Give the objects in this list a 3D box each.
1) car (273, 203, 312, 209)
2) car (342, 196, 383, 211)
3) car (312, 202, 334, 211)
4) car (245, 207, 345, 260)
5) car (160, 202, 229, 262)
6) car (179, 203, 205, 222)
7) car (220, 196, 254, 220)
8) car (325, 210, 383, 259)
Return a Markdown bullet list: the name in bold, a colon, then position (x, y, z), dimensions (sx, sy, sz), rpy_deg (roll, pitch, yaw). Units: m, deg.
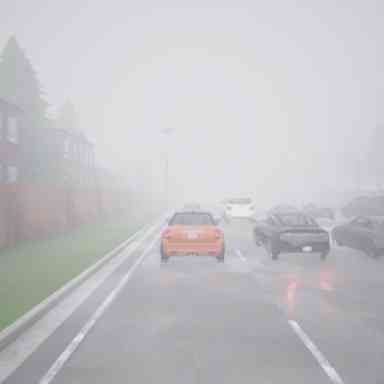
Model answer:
- **car**: position (7.012, 1.628, 25.405), dimensions (2.033, 1.411, 5.357), rpy_deg (0, 0, 1)
- **car**: position (14.022, 1.307, 26.447), dimensions (2.150, 2.045, 5.566), rpy_deg (0, 0, 0)
- **car**: position (10.534, 1.615, 28.283), dimensions (1.812, 1.442, 4.674), rpy_deg (0, 0, 0)
- **car**: position (3.538, 1.532, 12.579), dimensions (2.128, 1.511, 4.902), rpy_deg (0, 0, 0)
- **car**: position (0.038, 1.391, 12.495), dimensions (2.097, 1.767, 4.553), rpy_deg (0, 0, 0)
- **car**: position (0.032, 1.653, 27.881), dimensions (1.994, 1.385, 4.181), rpy_deg (0, 0, 0)
- **car**: position (3.521, 1.307, 26.456), dimensions (2.150, 2.045, 5.566), rpy_deg (0, 0, 0)
- **car**: position (7.040, 1.605, 12.792), dimensions (1.994, 1.385, 4.181), rpy_deg (0, 0, 0)
